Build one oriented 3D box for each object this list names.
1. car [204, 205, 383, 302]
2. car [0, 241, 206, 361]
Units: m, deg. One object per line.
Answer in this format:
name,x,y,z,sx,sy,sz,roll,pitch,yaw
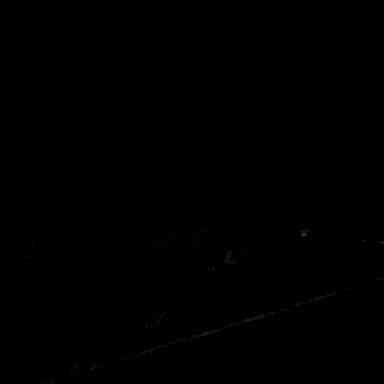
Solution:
car,2.471,1.290,8.375,5.009,1.841,2.192,0,0,-35
car,-2.138,1.553,5.132,4.313,1.339,1.947,0,0,-35
